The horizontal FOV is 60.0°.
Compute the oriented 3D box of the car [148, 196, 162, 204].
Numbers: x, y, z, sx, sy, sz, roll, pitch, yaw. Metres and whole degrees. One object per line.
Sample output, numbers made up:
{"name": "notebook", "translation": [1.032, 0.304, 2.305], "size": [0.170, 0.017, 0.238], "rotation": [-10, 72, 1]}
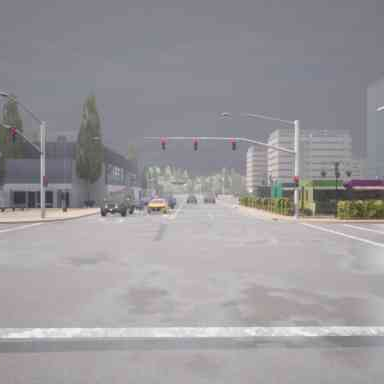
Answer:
{"name": "car", "translation": [-7.054, 1.547, 63.975], "size": [2.033, 1.411, 5.357], "rotation": [0, 0, 1]}

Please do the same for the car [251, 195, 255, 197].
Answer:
{"name": "car", "translation": [17.749, 1.153, 86.905], "size": [4.605, 1.855, 1.932], "rotation": [0, 0, -2]}

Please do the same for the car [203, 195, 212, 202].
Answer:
{"name": "car", "translation": [3.483, 1.397, 74.009], "size": [1.812, 1.442, 4.674], "rotation": [0, 0, 0]}

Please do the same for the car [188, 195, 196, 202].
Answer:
{"name": "car", "translation": [-0.017, 1.372, 74.007], "size": [1.837, 1.490, 4.892], "rotation": [0, 0, 0]}

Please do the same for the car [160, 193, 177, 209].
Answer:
{"name": "car", "translation": [-3.598, 1.221, 46.088], "size": [2.150, 2.045, 5.566], "rotation": [0, 0, 0]}

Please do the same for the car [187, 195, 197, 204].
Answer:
{"name": "car", "translation": [-0.014, 1.491, 63.733], "size": [2.128, 1.511, 4.902], "rotation": [0, 0, 0]}

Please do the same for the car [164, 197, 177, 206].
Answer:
{"name": "car", "translation": [-3.597, 1.564, 56.027], "size": [1.994, 1.385, 4.181], "rotation": [0, 0, 0]}

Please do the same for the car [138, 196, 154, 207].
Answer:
{"name": "car", "translation": [-7.101, 1.477, 52.042], "size": [1.882, 1.535, 5.008], "rotation": [0, 0, 0]}

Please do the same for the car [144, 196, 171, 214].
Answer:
{"name": "car", "translation": [-3.600, 1.477, 35.767], "size": [1.882, 1.535, 5.008], "rotation": [0, 0, 0]}

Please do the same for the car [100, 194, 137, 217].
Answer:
{"name": "car", "translation": [-7.127, 1.222, 32.216], "size": [2.150, 2.045, 5.566], "rotation": [0, 0, 1]}

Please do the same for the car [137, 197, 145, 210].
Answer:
{"name": "car", "translation": [-7.101, 1.564, 41.643], "size": [1.994, 1.385, 4.181], "rotation": [0, 0, 0]}

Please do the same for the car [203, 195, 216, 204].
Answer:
{"name": "car", "translation": [3.486, 1.491, 63.734], "size": [2.128, 1.511, 4.902], "rotation": [0, 0, 0]}
